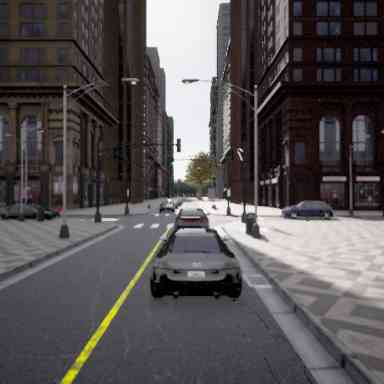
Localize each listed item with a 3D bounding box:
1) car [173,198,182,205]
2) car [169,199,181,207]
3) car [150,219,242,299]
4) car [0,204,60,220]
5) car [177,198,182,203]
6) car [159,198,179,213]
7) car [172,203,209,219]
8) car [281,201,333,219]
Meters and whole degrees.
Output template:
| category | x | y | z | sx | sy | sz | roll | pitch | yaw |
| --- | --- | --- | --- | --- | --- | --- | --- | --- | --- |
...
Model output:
| category | x | y | z | sx | sy | sz | roll | pitch | yaw |
| --- | --- | --- | --- | --- | --- | --- | --- | --- | --- |
| car | -3.070 | 2.084 | 72.914 | 1.812 | 1.442 | 4.674 | 0 | 0 | 0 |
| car | -3.117 | 2.019 | 62.579 | 2.033 | 1.411 | 5.357 | 0 | 0 | 0 |
| car | 0.091 | 1.628 | 8.647 | 1.994 | 1.385 | 4.181 | 0 | 0 | 0 |
| car | -14.145 | 1.707 | 28.286 | 5.357 | 1.411 | 2.033 | 0 | -1 | 0 |
| car | -3.142 | 1.878 | 52.267 | 2.128 | 1.511 | 4.902 | 0 | 0 | 0 |
| car | -3.132 | 1.859 | 42.506 | 2.033 | 1.411 | 5.357 | 0 | 0 | 0 |
| car | -0.056 | 1.647 | 18.971 | 1.837 | 1.490 | 4.892 | 0 | 0 | -2 |
| car | 10.832 | 1.620 | 31.549 | 4.553 | 1.767 | 2.097 | 0 | -1 | 1 |
